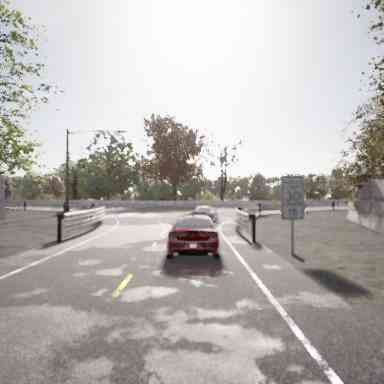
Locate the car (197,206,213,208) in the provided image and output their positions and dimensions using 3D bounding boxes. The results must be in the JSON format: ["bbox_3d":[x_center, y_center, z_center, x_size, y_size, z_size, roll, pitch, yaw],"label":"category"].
[{"bbox_3d":[1.075,1.873,27.765,1.812,1.442,4.674,0,0,12],"label":"car"}]

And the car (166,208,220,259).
[{"bbox_3d":[0.057,1.647,13.459,1.882,1.535,5.008,0,0,0],"label":"car"}]
